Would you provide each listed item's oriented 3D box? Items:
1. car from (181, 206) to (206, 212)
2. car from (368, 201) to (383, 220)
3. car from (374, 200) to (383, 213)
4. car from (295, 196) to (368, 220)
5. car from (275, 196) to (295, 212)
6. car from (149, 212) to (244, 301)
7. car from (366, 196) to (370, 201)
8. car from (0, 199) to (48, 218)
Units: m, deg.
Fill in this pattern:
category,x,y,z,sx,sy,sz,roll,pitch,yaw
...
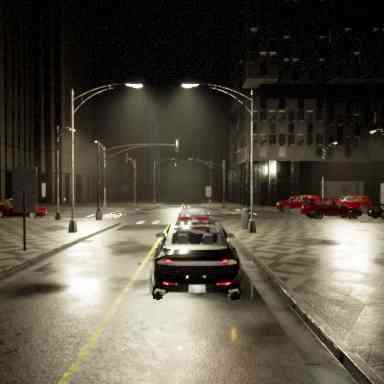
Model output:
category,x,y,z,sx,sy,sz,roll,pitch,yaw
car,0.068,1.551,19.727,2.033,1.411,5.357,0,0,0
car,17.716,1.741,29.156,4.313,1.339,1.947,0,1,0
car,23.328,1.633,37.706,4.313,1.339,1.947,0,1,0
car,12.074,1.462,29.126,5.009,1.841,2.192,0,1,0
car,12.044,1.324,37.650,5.009,1.841,2.192,0,1,0
car,0.086,1.490,8.301,2.128,1.511,4.902,0,0,0
car,17.687,1.352,37.677,5.009,1.841,2.192,0,1,0
car,-14.968,1.565,29.001,4.507,1.381,1.887,0,1,0
